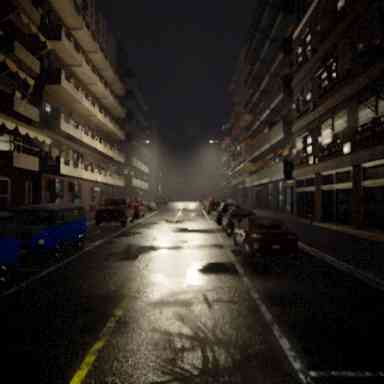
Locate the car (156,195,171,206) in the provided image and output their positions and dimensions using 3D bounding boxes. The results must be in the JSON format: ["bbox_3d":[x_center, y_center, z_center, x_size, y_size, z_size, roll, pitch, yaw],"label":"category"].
[{"bbox_3d":[-5.286,1.422,56.762,2.192,1.841,5.009,1,0,0],"label":"car"}]

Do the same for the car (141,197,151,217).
[{"bbox_3d":[-5.288,1.350,29.110,2.192,1.841,5.009,1,0,0],"label":"car"}]

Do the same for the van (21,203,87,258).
[{"bbox_3d":[-5.290,1.351,12.519,1.690,1.788,3.998,1,0,0],"label":"van"}]

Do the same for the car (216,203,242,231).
[{"bbox_3d":[2.586,1.560,17.987,1.887,1.381,4.507,1,0,0],"label":"car"}]

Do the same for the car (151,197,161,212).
[{"bbox_3d":[-5.293,1.624,40.172,1.947,1.339,4.313,1,0,0],"label":"car"}]

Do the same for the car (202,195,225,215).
[{"bbox_3d":[2.559,1.359,34.581,2.192,1.841,5.009,1,0,0],"label":"car"}]

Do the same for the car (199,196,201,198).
[{"bbox_3d":[2.555,1.688,56.706,1.802,1.307,4.206,1,0,0],"label":"car"}]

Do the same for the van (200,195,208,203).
[{"bbox_3d":[2.561,1.514,73.301,1.690,1.788,3.998,1,0,0],"label":"van"}]

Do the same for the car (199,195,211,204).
[{"bbox_3d":[2.561,1.464,67.769,2.192,1.841,5.009,1,0,0],"label":"car"}]

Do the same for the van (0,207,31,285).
[{"bbox_3d":[-5.290,1.345,6.987,1.690,1.788,3.998,2,0,0],"label":"van"}]

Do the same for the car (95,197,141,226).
[{"bbox_3d":[-5.288,1.340,23.580,2.192,1.841,5.009,1,0,0],"label":"car"}]

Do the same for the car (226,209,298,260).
[{"bbox_3d":[2.585,1.553,12.457,1.887,1.381,4.507,1,0,0],"label":"car"}]

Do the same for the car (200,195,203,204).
[{"bbox_3d":[2.556,1.511,45.644,1.967,1.590,4.097,1,0,0],"label":"car"}]

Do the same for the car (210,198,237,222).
[{"bbox_3d":[2.596,1.464,23.519,1.967,1.590,4.097,1,0,0],"label":"car"}]
